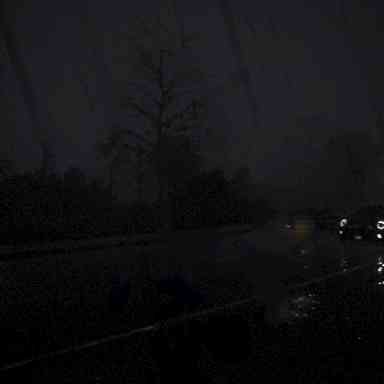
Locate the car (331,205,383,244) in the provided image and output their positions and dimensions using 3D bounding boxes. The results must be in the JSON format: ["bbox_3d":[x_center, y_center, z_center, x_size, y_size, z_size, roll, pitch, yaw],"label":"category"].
[{"bbox_3d":[8.896,1.411,16.027,4.553,1.767,2.097,0,0,-43],"label":"car"}]

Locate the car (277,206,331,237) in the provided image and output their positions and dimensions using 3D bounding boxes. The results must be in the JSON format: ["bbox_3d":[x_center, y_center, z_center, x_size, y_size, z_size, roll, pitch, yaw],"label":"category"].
[{"bbox_3d":[6.722,1.566,18.760,4.892,1.490,1.837,0,0,-43],"label":"car"}]
